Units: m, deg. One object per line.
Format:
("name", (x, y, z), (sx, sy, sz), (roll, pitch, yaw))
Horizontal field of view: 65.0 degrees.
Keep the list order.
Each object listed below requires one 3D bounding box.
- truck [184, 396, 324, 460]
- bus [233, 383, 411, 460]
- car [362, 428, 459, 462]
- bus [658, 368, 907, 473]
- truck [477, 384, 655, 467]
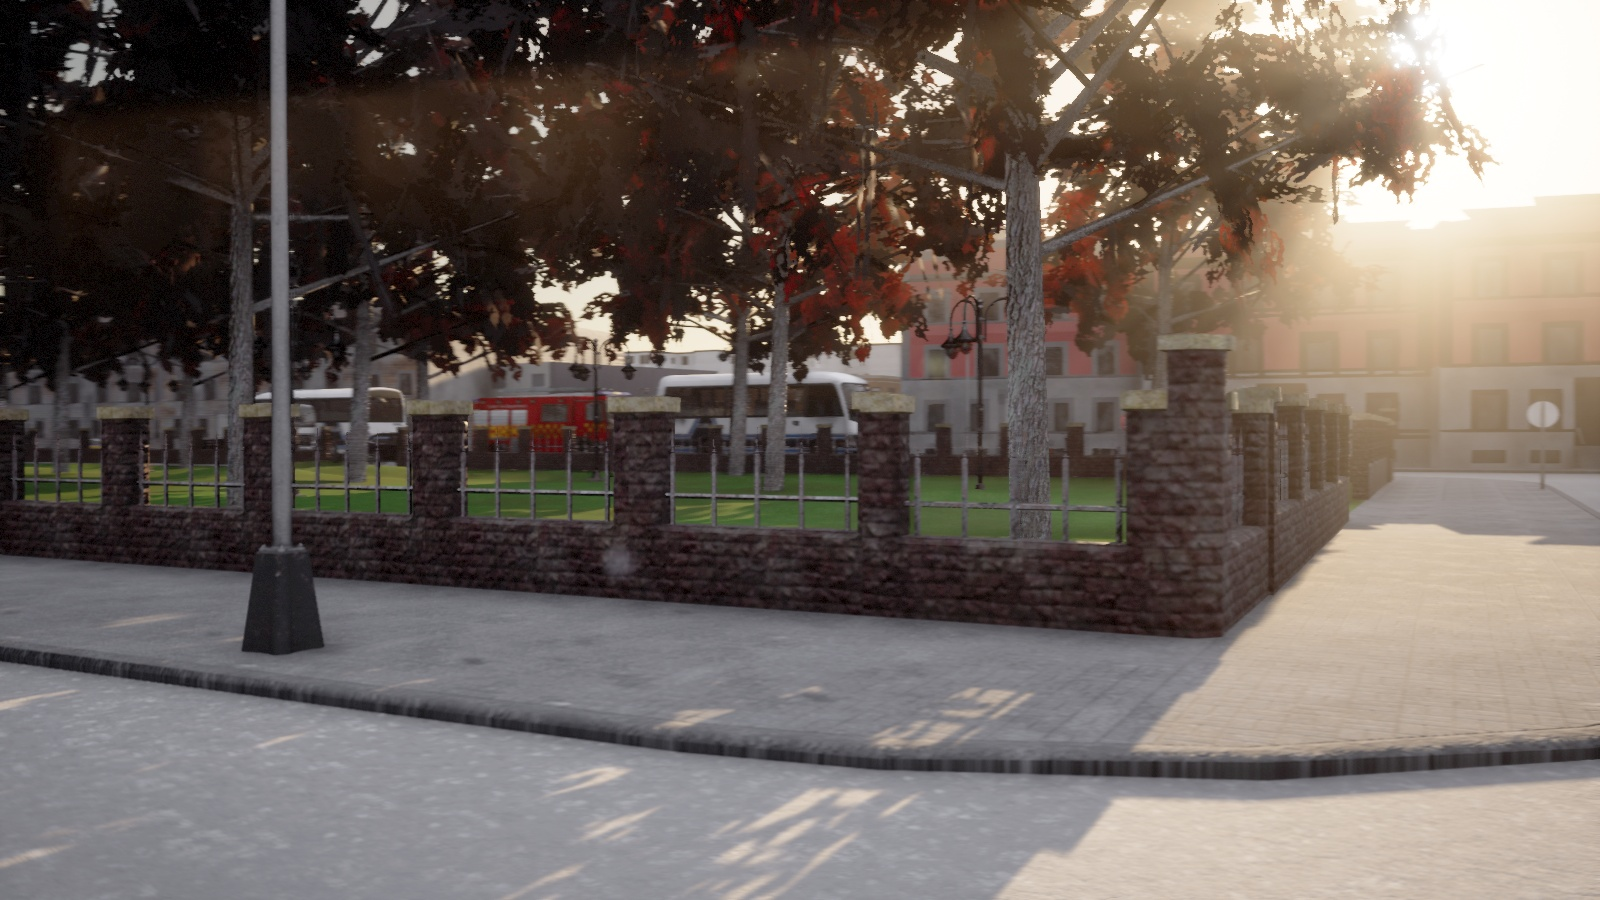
("truck", (-30.824, -1.221, 70.828), (7.936, 3.462, 2.891), (1, 1, 28))
("bus", (-28.202, -1.645, 73.967), (10.273, 4.253, 3.944), (1, 1, 28))
("car", (-20.257, -0.274, 65.308), (4.611, 1.667, 2.242), (1, 1, 27))
("bus", (-0.844, -1.271, 55.124), (10.273, 4.253, 3.944), (1, 1, 28))
("truck", (-11.370, -1.180, 60.643), (8.468, 3.827, 2.891), (1, 1, 28))
